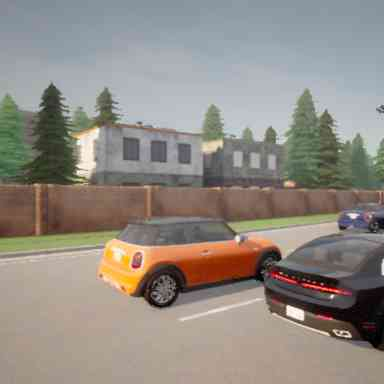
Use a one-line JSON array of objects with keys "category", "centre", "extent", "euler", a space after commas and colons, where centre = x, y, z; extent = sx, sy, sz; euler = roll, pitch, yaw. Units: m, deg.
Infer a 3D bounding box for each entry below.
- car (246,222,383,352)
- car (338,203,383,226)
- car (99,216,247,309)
[{"category": "car", "centre": [3.468, 1.534, 6.219], "extent": [4.892, 1.490, 1.837], "euler": [1, -1, -35]}, {"category": "car", "centre": [10.965, 1.453, 20.251], "extent": [4.553, 1.767, 2.097], "euler": [0, 0, -35]}, {"category": "car", "centre": [0.180, 1.375, 8.174], "extent": [4.553, 1.767, 2.097], "euler": [0, 0, -35]}]
